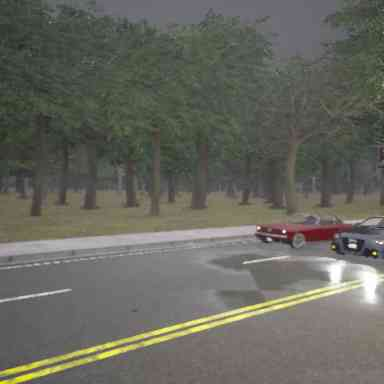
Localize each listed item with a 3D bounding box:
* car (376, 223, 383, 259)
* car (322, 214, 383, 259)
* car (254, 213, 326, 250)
[{"bbox_3d":[6.566,1.473,7.520,5.008,1.535,1.882,0,0,-32],"label":"car"},{"bbox_3d":[6.900,1.557,11.717,4.181,1.385,1.994,0,0,-30],"label":"car"},{"bbox_3d":[5.002,1.590,14.373,4.718,1.301,1.895,0,0,-30],"label":"car"}]
